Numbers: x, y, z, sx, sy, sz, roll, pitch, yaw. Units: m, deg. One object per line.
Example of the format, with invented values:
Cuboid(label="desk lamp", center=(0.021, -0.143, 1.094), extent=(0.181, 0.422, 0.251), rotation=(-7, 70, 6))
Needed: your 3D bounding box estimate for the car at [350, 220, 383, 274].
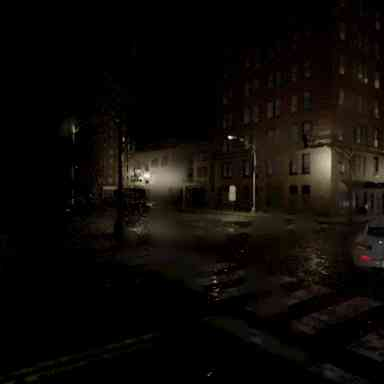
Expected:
Cuboid(label="car", center=(5.862, 1.545, 9.851), extent=(1.812, 1.442, 4.674), rotation=(2, 0, 31))

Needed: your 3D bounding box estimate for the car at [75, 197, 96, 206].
Cuboid(label="car", center=(-17.960, 1.559, 55.387), extent=(1.895, 1.301, 4.718), rotation=(1, -1, -36))

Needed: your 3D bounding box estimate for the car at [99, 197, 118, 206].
Cuboid(label="car", center=(-13.754, 1.561, 55.102), extent=(1.812, 1.442, 4.674), rotation=(1, -1, -36))

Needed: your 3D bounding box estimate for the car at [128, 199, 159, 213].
Cuboid(label="car", center=(-5.620, 1.533, 38.158), extent=(2.128, 1.511, 4.902), rotation=(1, -1, -36))

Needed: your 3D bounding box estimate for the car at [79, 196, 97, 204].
Cuboid(label="car", center=(-19.856, 1.555, 63.457), extent=(1.994, 1.385, 4.181), rotation=(1, -1, -36))
